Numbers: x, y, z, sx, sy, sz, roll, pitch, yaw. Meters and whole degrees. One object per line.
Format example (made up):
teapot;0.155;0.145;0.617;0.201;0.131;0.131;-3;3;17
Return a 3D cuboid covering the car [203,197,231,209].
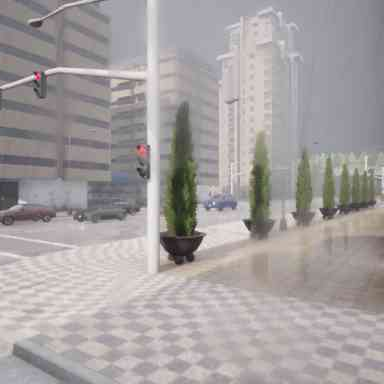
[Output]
car;3.625;1.560;47.820;1.837;1.490;4.892;0;0;35

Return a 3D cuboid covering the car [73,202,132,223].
car;-7.122;1.619;26.100;1.994;1.385;4.181;0;0;35

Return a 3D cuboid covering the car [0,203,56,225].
car;-12.391;1.581;24.582;1.812;1.442;4.674;0;0;34

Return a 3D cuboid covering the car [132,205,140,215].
car;-7.248;1.656;32.089;1.895;1.301;4.718;0;0;35

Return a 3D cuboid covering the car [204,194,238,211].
car;3.716;1.276;41.812;2.150;2.045;5.566;0;0;35
